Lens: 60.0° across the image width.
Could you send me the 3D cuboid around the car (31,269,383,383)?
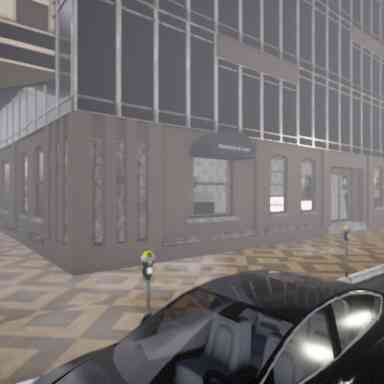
[{"bbox_3d":[0.574,1.566,3.140,4.313,1.339,1.947,0,0,-39],"label":"car"}]
